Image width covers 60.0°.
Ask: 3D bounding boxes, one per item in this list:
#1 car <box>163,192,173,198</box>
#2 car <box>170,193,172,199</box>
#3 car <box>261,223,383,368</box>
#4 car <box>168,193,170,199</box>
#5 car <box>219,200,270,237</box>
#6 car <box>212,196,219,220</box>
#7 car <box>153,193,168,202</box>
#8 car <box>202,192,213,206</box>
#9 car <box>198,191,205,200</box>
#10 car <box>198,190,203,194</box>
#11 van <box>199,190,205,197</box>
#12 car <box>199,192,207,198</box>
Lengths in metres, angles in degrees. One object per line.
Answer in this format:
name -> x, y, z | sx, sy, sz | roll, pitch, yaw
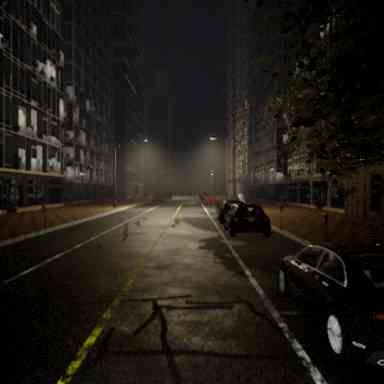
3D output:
car -> -5.694, 0.813, 79.652 | 1.947, 1.339, 4.313 | 0, 1, 0
car -> -5.694, 0.850, 73.960 | 1.887, 1.381, 4.507 | 0, 1, 0
car -> 2.690, 1.503, 5.646 | 2.008, 1.369, 4.403 | 0, 0, 0
car -> -5.693, 1.003, 62.576 | 1.802, 1.307, 4.206 | 0, 1, 0
car -> 2.690, 1.291, 17.030 | 1.967, 1.590, 4.097 | 0, 1, 0
car -> 2.689, 1.241, 22.722 | 1.967, 1.590, 4.097 | 0, 1, 0
car -> -5.693, 1.023, 56.882 | 1.887, 1.381, 4.507 | 0, 1, 0
car -> 2.689, 1.135, 45.492 | 1.887, 1.381, 4.507 | 0, 1, 0
car -> 2.687, 0.987, 62.568 | 1.947, 1.339, 4.313 | 0, 1, 0
car -> 2.687, 0.872, 73.952 | 1.947, 1.339, 4.313 | 0, 1, 0
van -> 2.687, 0.468, 91.027 | 1.690, 1.788, 3.998 | 0, 1, 0
car -> 2.686, 0.753, 85.336 | 1.947, 1.339, 4.313 | 0, 1, 0
